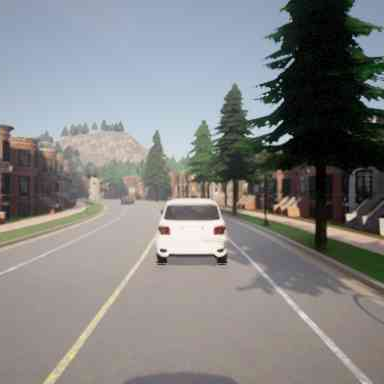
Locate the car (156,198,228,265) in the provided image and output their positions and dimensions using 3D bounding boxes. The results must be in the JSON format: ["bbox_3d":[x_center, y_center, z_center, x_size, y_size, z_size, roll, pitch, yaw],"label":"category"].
[{"bbox_3d":[-0.001,1.228,11.871,2.150,2.045,5.566,0,0,0],"label":"car"}]

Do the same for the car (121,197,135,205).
[{"bbox_3d":[-11.055,1.586,57.253,1.994,1.385,4.181,0,0,-18],"label":"car"}]

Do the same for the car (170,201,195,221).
[{"bbox_3d":[-0.942,1.537,28.682,1.812,1.442,4.674,0,0,-6],"label":"car"}]
